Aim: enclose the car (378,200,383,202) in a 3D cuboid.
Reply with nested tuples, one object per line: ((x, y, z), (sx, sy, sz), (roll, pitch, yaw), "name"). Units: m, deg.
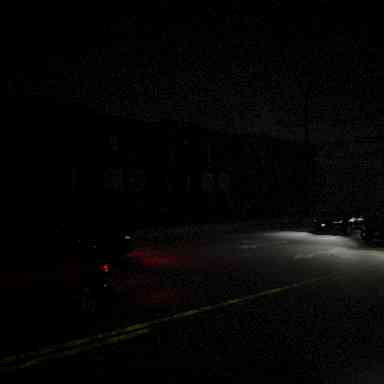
((13.090, 1.274, 22.000), (4.553, 1.767, 2.097), (0, 0, -36), "car")

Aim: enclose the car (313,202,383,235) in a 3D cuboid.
((8.932, 1.504, 19.091), (4.892, 1.490, 1.837), (0, 0, -36), "car")

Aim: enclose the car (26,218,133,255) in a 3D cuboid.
((-4.014, 1.526, 9.731), (4.674, 1.442, 1.812), (0, 0, -36), "car")

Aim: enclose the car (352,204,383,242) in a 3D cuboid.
((9.730, 1.478, 15.351), (5.008, 1.535, 1.882), (0, 0, -36), "car")

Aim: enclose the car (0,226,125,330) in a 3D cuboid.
((-3.565, 1.562, 5.737), (4.181, 1.385, 1.994), (0, 0, -36), "car")
